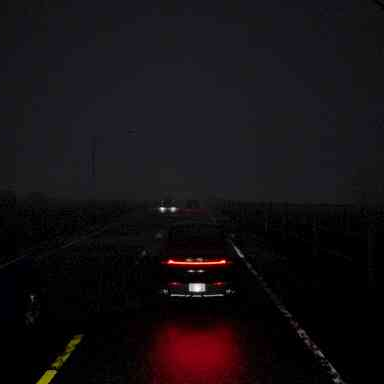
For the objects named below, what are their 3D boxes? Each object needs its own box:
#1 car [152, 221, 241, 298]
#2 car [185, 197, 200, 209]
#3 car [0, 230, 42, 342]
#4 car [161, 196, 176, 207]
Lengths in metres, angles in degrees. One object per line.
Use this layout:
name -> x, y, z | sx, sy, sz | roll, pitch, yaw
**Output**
car -> 0.093, 1.503, 8.510 | 1.837, 1.490, 4.892 | 0, 0, 0
car -> 0.061, 1.484, 45.376 | 2.128, 1.511, 4.902 | 0, 0, 0
car -> -3.600, 1.351, 3.757 | 2.097, 1.767, 4.553 | 0, 0, 0
car -> -3.544, 1.345, 50.659 | 2.097, 1.767, 4.553 | 0, 0, 0
